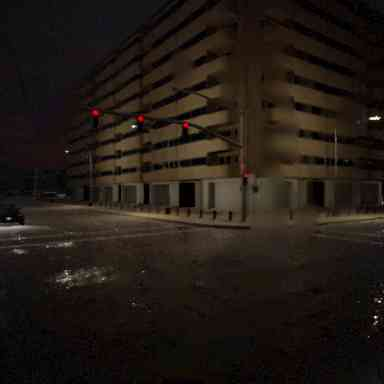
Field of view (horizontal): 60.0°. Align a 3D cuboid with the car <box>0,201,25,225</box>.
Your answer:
[{"bbox_3d":[-12.986,1.548,23.150,1.994,1.385,4.181,0,0,-35],"label":"car"}]
